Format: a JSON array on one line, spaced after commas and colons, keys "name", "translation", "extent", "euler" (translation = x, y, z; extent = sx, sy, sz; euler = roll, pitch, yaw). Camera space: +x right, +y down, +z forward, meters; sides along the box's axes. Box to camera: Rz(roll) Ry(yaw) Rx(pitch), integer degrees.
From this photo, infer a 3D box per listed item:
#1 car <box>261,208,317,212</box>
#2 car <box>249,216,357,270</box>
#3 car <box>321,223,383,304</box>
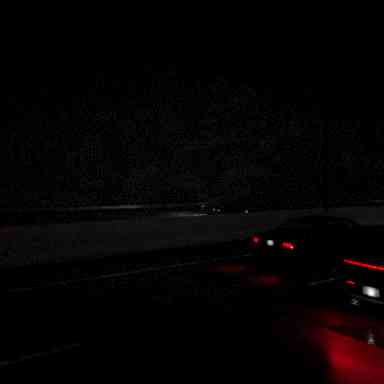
[{"name": "car", "translation": [7.600, 1.430, 25.213], "extent": [4.181, 1.385, 1.994], "euler": [0, 0, -30]}, {"name": "car", "translation": [4.352, 1.488, 10.840], "extent": [5.357, 1.411, 2.033], "euler": [0, 0, -32]}, {"name": "car", "translation": [5.151, 1.463, 7.148], "extent": [4.892, 1.490, 1.837], "euler": [-1, 0, -33]}]
